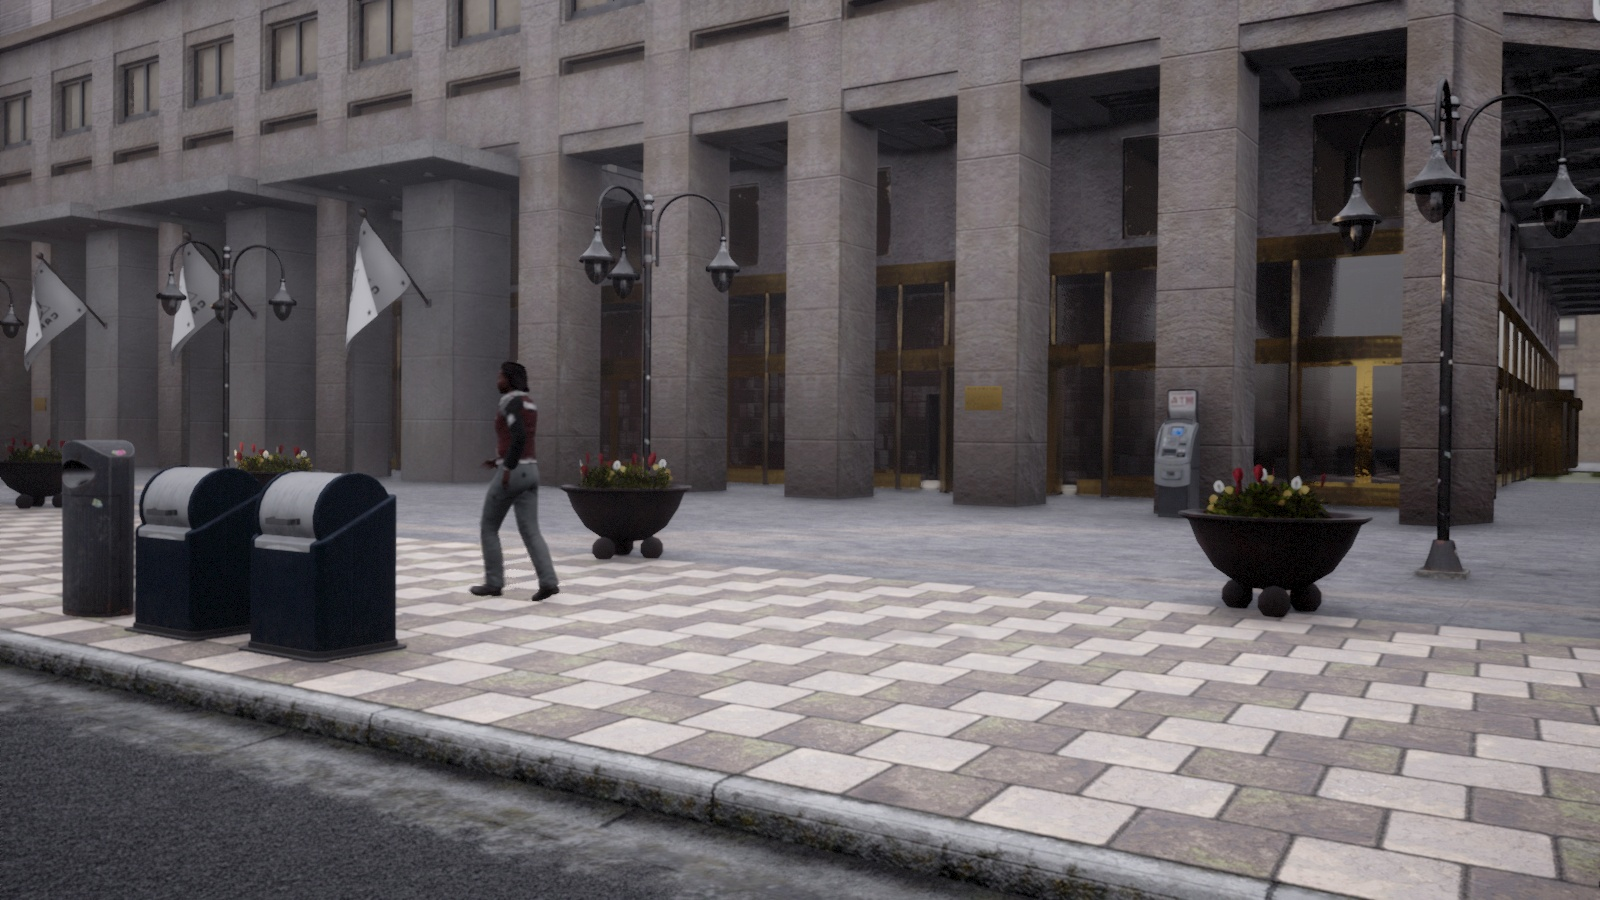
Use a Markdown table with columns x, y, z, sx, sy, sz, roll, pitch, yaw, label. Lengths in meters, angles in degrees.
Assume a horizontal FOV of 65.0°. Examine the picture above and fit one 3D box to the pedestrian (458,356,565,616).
| x | y | z | sx | sy | sz | roll | pitch | yaw | label |
| --- | --- | --- | --- | --- | --- | --- | --- | --- | --- |
| -2.209 | 0.266 | 9.636 | 0.666 | 1.930 | 0.402 | 0 | 1 | 21 | pedestrian |
